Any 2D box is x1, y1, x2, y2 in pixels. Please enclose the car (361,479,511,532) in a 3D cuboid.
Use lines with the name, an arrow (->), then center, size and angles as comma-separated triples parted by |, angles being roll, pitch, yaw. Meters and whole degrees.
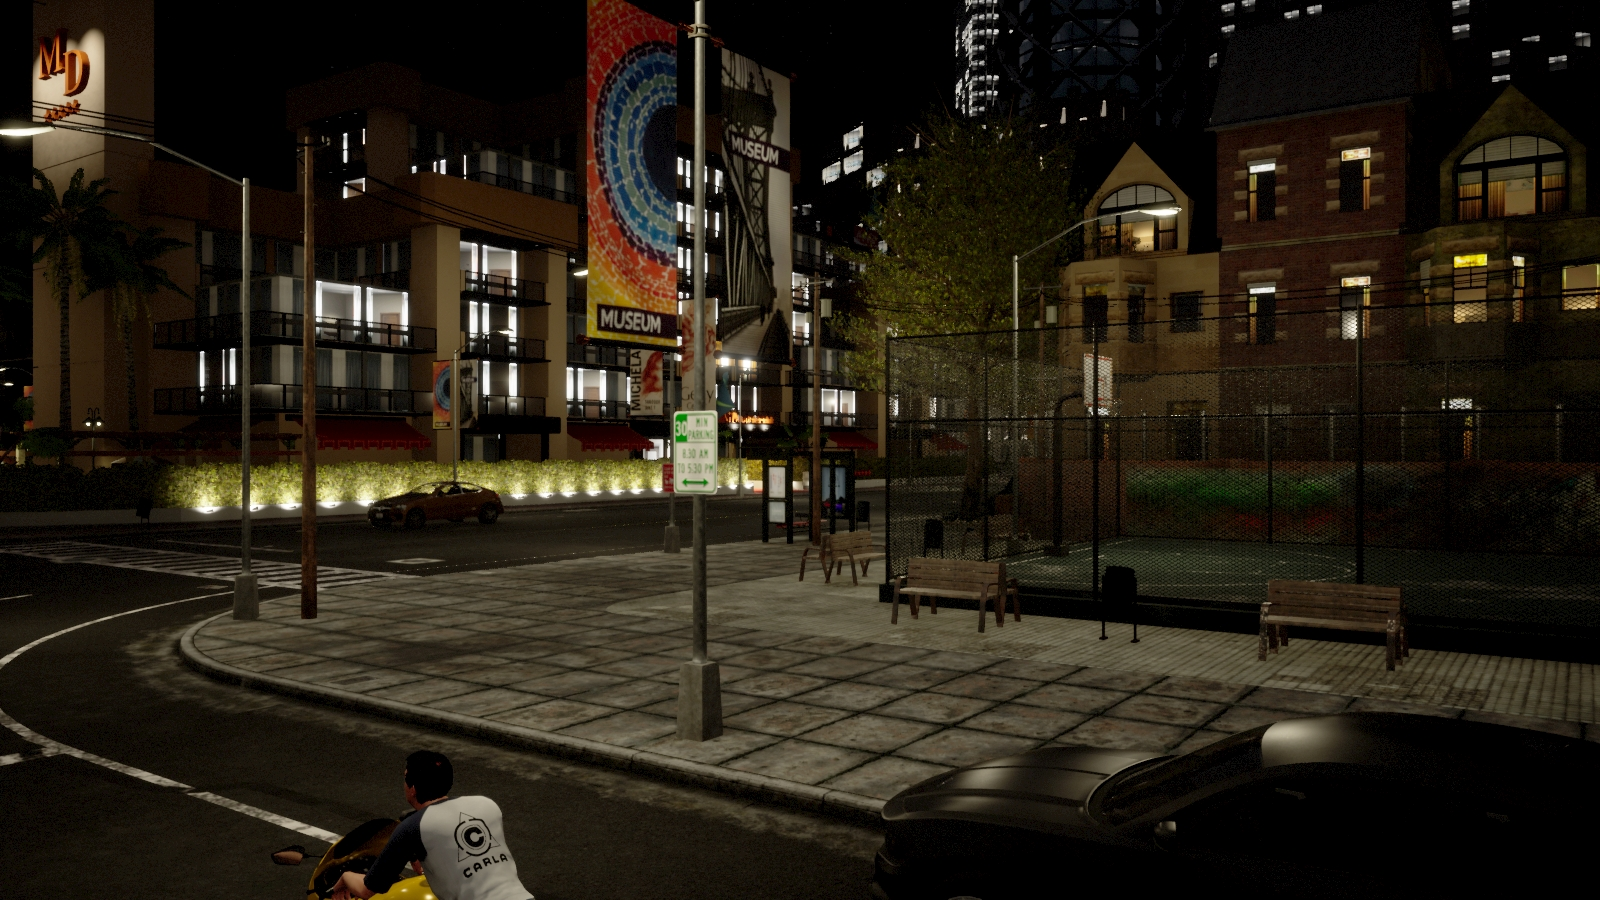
car -> -13.321, 1.990, 42.111 | 2.152, 1.651, 5.027 | 0, 0, 34

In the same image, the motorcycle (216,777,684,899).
motorcycle -> -1.529, 2.213, 4.819 | 2.033, 1.145, 0.803 | 0, 0, 35
